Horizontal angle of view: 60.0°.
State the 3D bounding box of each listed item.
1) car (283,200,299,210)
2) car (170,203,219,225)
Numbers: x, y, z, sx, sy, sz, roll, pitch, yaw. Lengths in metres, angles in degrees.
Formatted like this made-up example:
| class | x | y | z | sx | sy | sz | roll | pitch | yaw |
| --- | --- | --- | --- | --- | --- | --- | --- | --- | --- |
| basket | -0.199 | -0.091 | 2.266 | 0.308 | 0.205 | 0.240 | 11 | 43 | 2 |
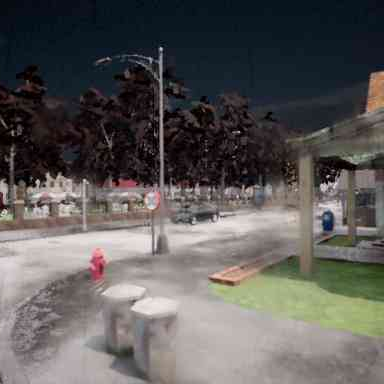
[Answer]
| class | x | y | z | sx | sy | sz | roll | pitch | yaw |
| --- | --- | --- | --- | --- | --- | --- | --- | --- | --- |
| car | 13.787 | 1.755 | 44.343 | 1.895 | 1.301 | 4.718 | -1 | 0 | 36 |
| car | 0.264 | 1.651 | 25.532 | 1.837 | 1.490 | 4.892 | -1 | 1 | 36 |
